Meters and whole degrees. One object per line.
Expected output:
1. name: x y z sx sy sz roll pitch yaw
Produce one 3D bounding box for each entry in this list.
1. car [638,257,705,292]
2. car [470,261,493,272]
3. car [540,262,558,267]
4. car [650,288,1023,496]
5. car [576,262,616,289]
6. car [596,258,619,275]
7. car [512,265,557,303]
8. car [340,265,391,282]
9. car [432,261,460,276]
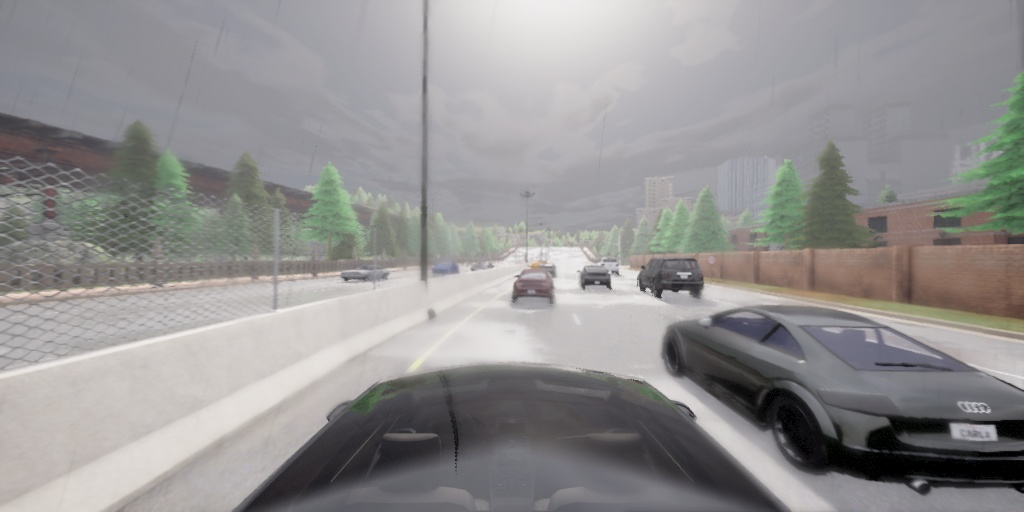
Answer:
1. car: 8.410 1.098 19.416 2.150 2.045 5.566 0 0 8
2. car: -3.264 1.352 39.708 2.128 1.511 4.902 0 0 7
3. car: 3.602 1.392 36.738 2.128 1.511 4.902 0 0 7
4. car: 3.658 1.354 4.811 1.994 1.385 4.181 0 0 1
5. car: 5.537 1.379 24.344 1.837 1.490 4.892 0 0 7
6. car: 11.533 1.208 43.489 2.150 2.045 5.566 0 0 7
7. car: 1.098 1.338 17.013 1.812 1.442 4.674 0 0 7
8. car: -11.722 1.355 28.913 1.895 1.301 4.718 0 0 7
9. car: -6.984 1.302 38.228 1.882 1.535 5.008 0 0 7
